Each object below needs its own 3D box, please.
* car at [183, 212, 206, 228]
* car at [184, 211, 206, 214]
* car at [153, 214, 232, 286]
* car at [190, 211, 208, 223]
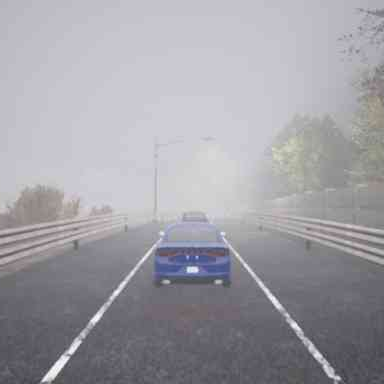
[{"bbox_3d":[0.313,2.581,31.498,2.033,1.411,5.357,0,-3,2],"label":"car"},{"bbox_3d":[0.156,1.917,19.448,2.128,1.511,4.902,0,-2,1],"label":"car"},{"bbox_3d":[0.012,1.604,9.751,1.882,1.535,5.008,0,-1,0],"label":"car"},{"bbox_3d":[0.979,3.288,44.211,2.128,1.511,4.902,0,-3,3],"label":"car"}]
